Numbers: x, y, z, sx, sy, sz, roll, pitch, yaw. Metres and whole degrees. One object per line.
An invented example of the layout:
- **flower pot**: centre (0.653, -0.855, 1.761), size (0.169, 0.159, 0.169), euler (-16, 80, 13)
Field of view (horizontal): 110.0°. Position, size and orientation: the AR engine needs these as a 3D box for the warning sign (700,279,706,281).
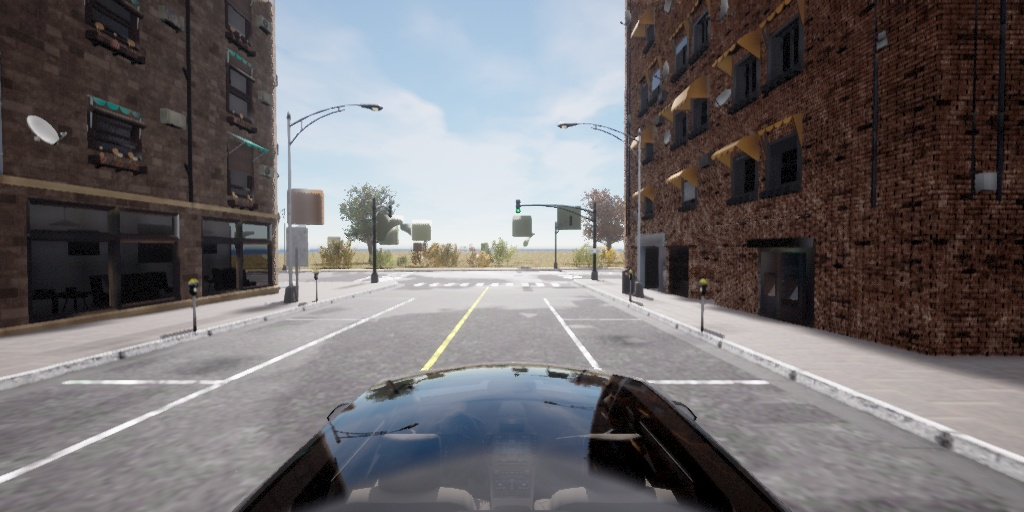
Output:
- **warning sign**: centre (16.651, 0.943, 31.122), size (1.060, 1.860, 1.300), euler (0, 0, -9)
